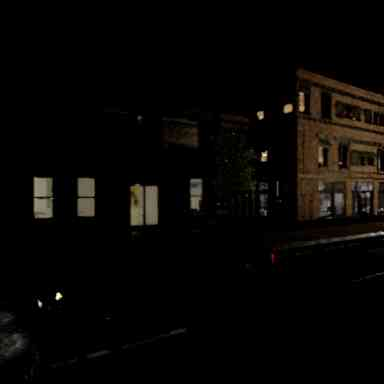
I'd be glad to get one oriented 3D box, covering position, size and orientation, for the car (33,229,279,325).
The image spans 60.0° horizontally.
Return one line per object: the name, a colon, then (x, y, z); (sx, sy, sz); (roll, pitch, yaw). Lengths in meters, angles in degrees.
car: (-0.444, 1.566, 7.296); (5.357, 1.411, 2.033); (0, 0, -35)
